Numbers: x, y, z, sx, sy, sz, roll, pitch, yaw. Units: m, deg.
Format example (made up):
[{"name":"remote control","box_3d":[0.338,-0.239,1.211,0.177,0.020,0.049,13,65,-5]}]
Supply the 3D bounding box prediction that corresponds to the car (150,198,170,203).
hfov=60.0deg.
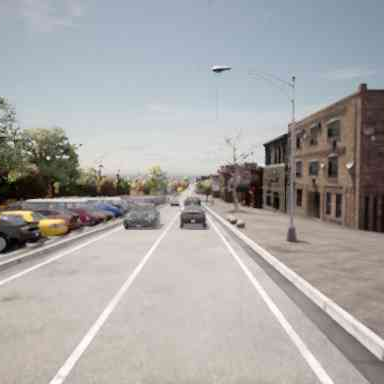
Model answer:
[{"name":"car","box_3d":[-8.868,2.371,92.265,5.366,1.575,1.946,0,0,0]}]

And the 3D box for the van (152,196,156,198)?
[{"name":"van","box_3d":[-9.098,1.898,58.620,4.442,1.987,1.878,0,-1,0]}]

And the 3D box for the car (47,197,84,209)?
[{"name":"car","box_3d":[-22.088,1.870,58.084,5.566,2.045,2.435,0,-1,0]}]

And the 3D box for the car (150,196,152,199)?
[{"name":"car","box_3d":[-8.928,1.741,47.408,5.566,2.045,2.435,0,-1,0]}]

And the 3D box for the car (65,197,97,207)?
[{"name":"car","box_3d":[-22.106,1.967,66.410,5.566,2.045,2.435,0,-1,0]}]

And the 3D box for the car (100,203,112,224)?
[{"name":"car","box_3d":[-8.880,1.758,24.980,4.792,1.488,2.163,0,-1,0]}]

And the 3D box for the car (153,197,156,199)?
[{"name":"car","box_3d":[-8.969,2.092,55.814,4.892,1.521,2.231,0,-1,0]}]

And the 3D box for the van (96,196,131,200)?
[{"name":"van","box_3d":[-8.810,1.602,33.392,4.442,1.987,1.878,0,-1,0]}]

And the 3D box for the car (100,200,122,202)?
[{"name":"car","box_3d":[-8.916,1.795,30.586,5.008,1.535,2.097,0,-1,0]}]

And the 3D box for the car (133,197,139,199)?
[{"name":"car","box_3d":[-8.908,1.768,38.997,4.553,1.767,2.185,0,-1,0]}]

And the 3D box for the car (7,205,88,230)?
[{"name":"car","box_3d":[-8.926,1.693,19.374,4.792,1.488,2.163,0,-1,0]}]

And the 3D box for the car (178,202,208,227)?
[{"name":"car","box_3d":[0.081,1.757,24.788,1.837,1.490,4.892,0,-1,0]}]

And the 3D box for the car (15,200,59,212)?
[{"name":"car","box_3d":[-21.851,1.987,46.979,5.366,1.575,1.946,0,-1,0]}]

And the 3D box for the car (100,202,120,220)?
[{"name":"car","box_3d":[-8.886,1.791,27.783,4.792,1.488,2.163,0,-1,0]}]

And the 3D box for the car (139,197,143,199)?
[{"name":"car","box_3d":[-8.914,1.801,41.800,4.553,1.767,2.185,0,-1,0]}]

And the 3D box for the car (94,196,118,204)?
[{"name":"car","box_3d":[-22.090,2.101,85.844,5.566,2.045,2.435,0,0,0]}]

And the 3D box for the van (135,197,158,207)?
[{"name":"van","box_3d":[-9.116,1.997,67.027,4.442,1.987,1.878,0,-1,0]}]

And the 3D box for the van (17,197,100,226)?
[{"name":"van","box_3d":[-8.786,1.470,22.180,4.442,1.987,1.878,0,-1,0]}]

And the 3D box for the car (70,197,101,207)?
[{"name":"car","box_3d":[-22.055,1.995,69.187,5.566,2.045,2.435,0,-1,0]}]

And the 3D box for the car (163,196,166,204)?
[{"name":"car","box_3d":[-9.046,2.327,75.443,4.792,1.488,2.163,0,0,0]}]

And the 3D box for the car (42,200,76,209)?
[{"name":"car","box_3d":[-22.025,2.118,55.305,4.792,1.488,2.163,0,-1,0]}]

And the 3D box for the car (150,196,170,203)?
[{"name":"car","box_3d":[-9.031,2.134,95.070,5.566,2.045,2.435,0,0,0]}]

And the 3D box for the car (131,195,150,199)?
[{"name":"car","box_3d":[-8.923,1.708,44.605,5.566,2.045,2.435,0,-1,0]}]

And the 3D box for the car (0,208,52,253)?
[{"name":"car","box_3d":[-8.880,1.598,13.771,5.008,1.535,2.097,0,-1,0]}]

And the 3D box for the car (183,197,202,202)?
[{"name":"car","box_3d":[0.071,1.661,41.359,2.150,2.045,5.566,0,-1,0]}]

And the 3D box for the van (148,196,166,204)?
[{"name":"van","box_3d":[-9.158,2.127,86.659,4.442,1.987,1.878,0,0,0]}]

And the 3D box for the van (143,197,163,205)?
[{"name":"van","box_3d":[-9.140,2.088,78.247,4.442,1.987,1.878,0,0,0]}]

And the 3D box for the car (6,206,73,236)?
[{"name":"car","box_3d":[-9.076,1.627,16.571,5.366,1.575,1.946,0,-1,0]}]

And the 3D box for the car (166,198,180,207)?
[{"name":"car","box_3d":[-3.307,2.241,65.131,2.033,1.411,5.357,0,-1,0]}]

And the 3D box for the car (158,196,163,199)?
[{"name":"car","box_3d":[-8.965,1.939,64.227,5.566,2.045,2.435,0,-1,0]}]

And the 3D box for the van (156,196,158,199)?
[{"name":"van","box_3d":[-9.104,1.931,61.423,4.442,1.987,1.878,0,-1,0]}]

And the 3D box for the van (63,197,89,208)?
[{"name":"van","box_3d":[-22.188,1.960,63.633,4.442,1.987,1.878,0,-1,0]}]

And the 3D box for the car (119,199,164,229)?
[{"name":"car","box_3d":[-3.366,1.587,23.198,2.097,1.767,4.553,0,-1,0]}]

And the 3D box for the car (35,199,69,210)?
[{"name":"car","box_3d":[-22.079,1.930,52.530,4.553,1.767,2.185,0,-1,0]}]

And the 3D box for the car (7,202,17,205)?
[{"name":"car","box_3d":[-22.036,1.959,44.202,4.892,1.521,2.231,0,-1,0]}]

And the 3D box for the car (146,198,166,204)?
[{"name":"car","box_3d":[-9.030,2.341,83.855,5.008,1.535,2.097,0,0,0]}]

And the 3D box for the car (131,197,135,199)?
[{"name":"car","box_3d":[-8.964,1.735,36.194,4.553,1.767,2.185,0,-1,0]}]
